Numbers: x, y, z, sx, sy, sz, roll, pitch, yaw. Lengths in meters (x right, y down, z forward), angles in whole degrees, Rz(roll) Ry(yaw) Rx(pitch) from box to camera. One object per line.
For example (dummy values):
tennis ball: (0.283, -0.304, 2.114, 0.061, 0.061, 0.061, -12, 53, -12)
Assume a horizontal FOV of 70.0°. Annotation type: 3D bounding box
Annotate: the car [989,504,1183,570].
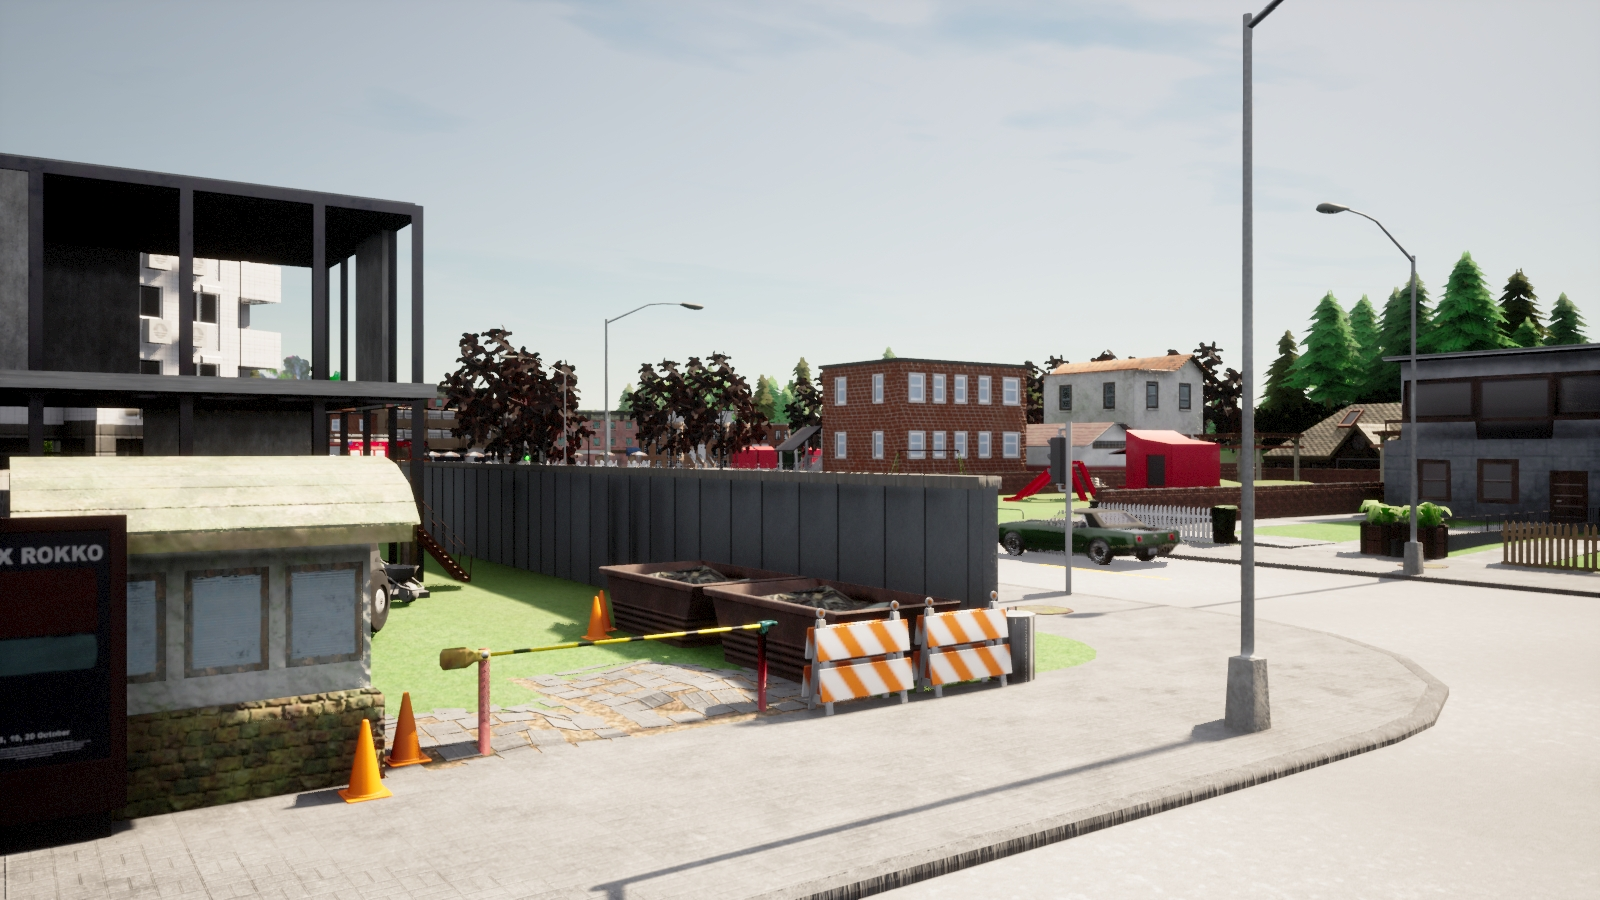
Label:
car: (7.186, 2.146, 29.207, 1.895, 1.301, 4.718, 0, 0, -35)
